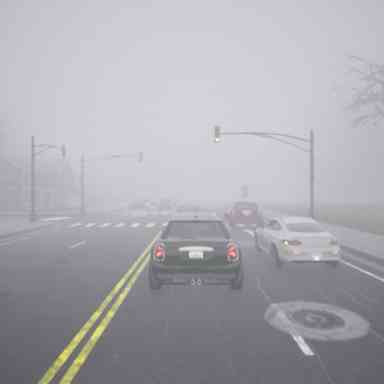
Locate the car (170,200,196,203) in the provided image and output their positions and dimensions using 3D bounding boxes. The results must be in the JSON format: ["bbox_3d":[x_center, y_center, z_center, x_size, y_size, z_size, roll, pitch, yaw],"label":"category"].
[{"bbox_3d":[-0.240,1.483,20.552,1.882,1.535,5.008,0,0,-5],"label":"car"}]

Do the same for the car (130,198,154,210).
[{"bbox_3d":[-6.566,1.550,42.567,2.033,1.411,5.357,0,0,2],"label":"car"}]

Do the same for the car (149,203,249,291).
[{"bbox_3d":[0.092,1.354,9.192,2.097,1.767,4.553,0,0,0],"label":"car"}]

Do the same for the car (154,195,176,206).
[{"bbox_3d":[-3.326,1.508,41.748,1.837,1.490,4.892,0,0,0],"label":"car"}]

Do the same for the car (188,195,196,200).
[{"bbox_3d":[0.042,1.505,82.861,2.128,1.511,4.902,0,0,0],"label":"car"}]

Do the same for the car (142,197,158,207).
[{"bbox_3d":[-6.558,1.561,52.550,1.994,1.385,4.181,0,0,1],"label":"car"}]

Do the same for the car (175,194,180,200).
[{"bbox_3d":[-3.319,1.523,51.730,1.812,1.442,4.674,0,0,1],"label":"car"}]

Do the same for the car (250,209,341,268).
[{"bbox_3d":[3.348,1.529,11.216,1.812,1.442,4.674,0,0,0],"label":"car"}]

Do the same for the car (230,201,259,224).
[{"bbox_3d":[3.345,1.358,22.385,2.097,1.767,4.553,0,0,0],"label":"car"}]
